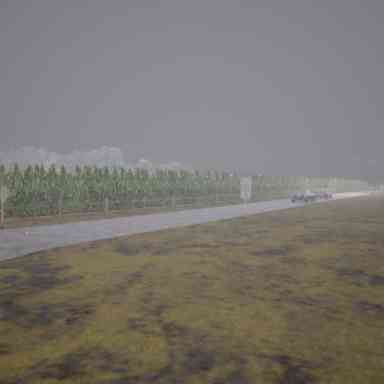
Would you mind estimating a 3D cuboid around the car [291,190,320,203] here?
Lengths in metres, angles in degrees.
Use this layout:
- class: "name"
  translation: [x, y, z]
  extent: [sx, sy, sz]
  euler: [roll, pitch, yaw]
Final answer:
- class: "car"
  translation: [14.851, 0.451, 44.025]
  extent: [2.097, 1.767, 4.553]
  euler: [1, 2, 36]

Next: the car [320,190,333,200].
- class: "car"
  translation: [20.736, 0.360, 52.272]
  extent: [2.128, 1.511, 4.902]
  euler: [1, 2, 36]
